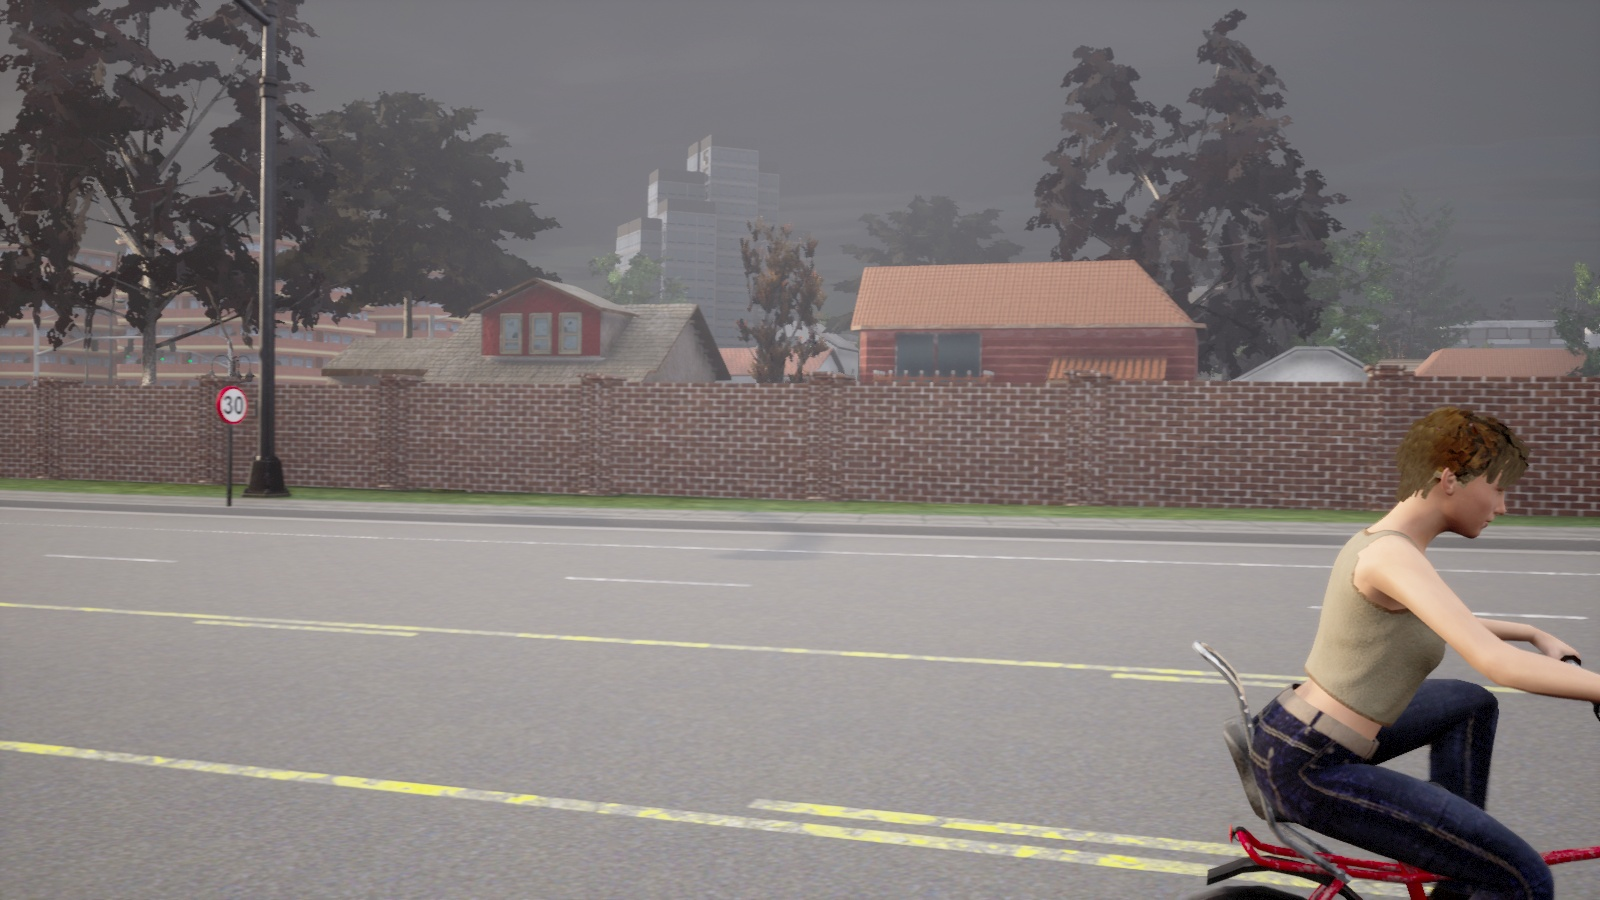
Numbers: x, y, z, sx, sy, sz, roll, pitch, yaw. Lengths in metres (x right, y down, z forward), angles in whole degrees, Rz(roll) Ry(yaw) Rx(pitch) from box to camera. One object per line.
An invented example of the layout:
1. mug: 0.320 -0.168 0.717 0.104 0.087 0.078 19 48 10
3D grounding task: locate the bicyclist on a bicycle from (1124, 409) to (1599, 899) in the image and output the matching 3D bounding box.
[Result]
1. bicyclist on a bicycle: 1.501 0.726 2.683 1.509 1.612 0.866 1 1 18
